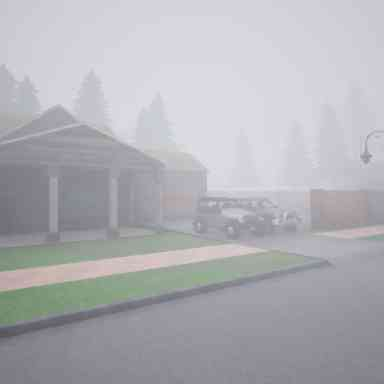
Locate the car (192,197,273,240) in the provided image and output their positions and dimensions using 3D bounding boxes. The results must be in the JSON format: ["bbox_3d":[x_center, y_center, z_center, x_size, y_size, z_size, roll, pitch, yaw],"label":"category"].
[{"bbox_3d":[1.664,1.176,16.079,1.905,1.878,3.866,0,0,-36],"label":"car"}]

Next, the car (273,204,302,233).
[{"bbox_3d":[3.474,1.174,17.866,1.932,1.855,4.605,0,0,-36],"label":"car"}]
